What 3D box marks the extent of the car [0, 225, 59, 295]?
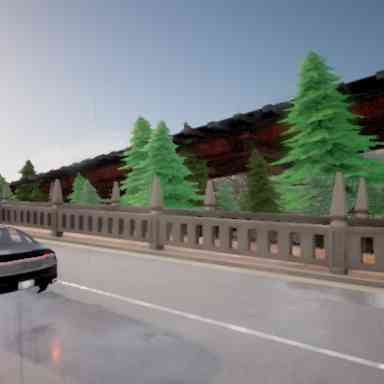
[{"bbox_3d":[-5.051,1.507,7.586,4.902,1.511,2.128,0,0,36],"label":"car"}]
